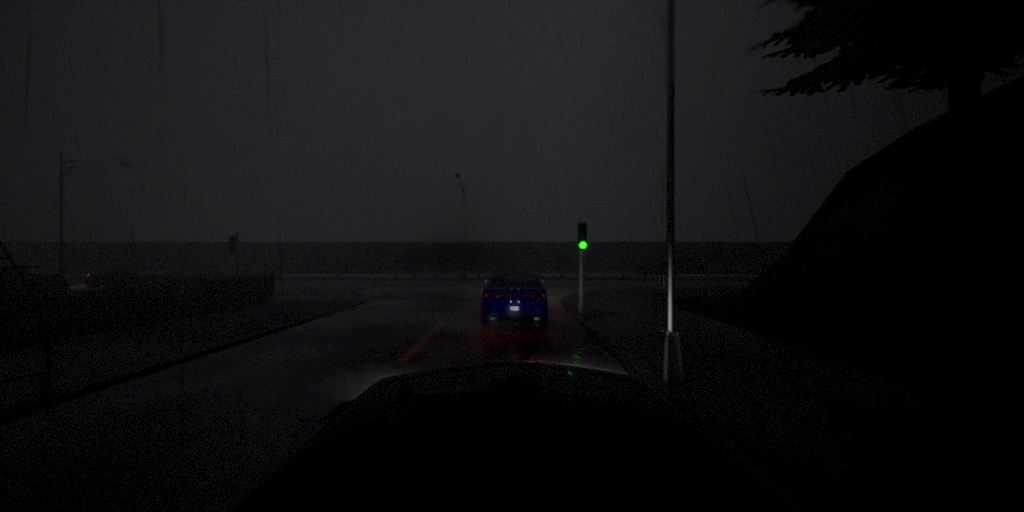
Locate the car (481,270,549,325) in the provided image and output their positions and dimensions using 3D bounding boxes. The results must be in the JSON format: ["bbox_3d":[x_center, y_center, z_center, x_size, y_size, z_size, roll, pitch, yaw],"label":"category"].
[{"bbox_3d":[0.085,1.204,11.764,1.882,1.535,5.008,0,0,0],"label":"car"}]

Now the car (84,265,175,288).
[{"bbox_3d":[-23.771,1.267,22.397,4.181,1.385,1.994,0,0,0],"label":"car"}]
